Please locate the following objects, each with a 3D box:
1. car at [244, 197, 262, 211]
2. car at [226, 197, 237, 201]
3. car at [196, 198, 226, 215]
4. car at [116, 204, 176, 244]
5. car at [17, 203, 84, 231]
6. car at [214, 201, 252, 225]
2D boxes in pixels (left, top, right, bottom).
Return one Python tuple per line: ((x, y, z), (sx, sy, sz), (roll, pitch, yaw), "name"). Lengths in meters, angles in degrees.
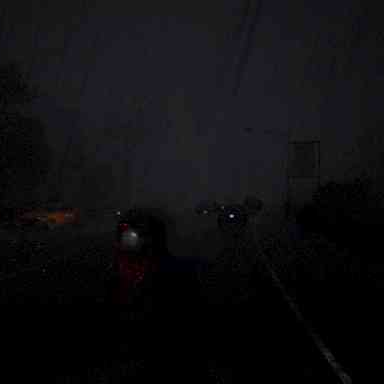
((7.427, 1.394, 40.918), (2.097, 1.767, 4.553), (0, 0, 17), "car")
((7.575, 1.600, 64.881), (1.994, 1.385, 4.181), (0, 0, 19), "car")
((1.858, 1.618, 34.238), (1.895, 1.301, 4.718), (0, 0, 15), "car")
((-2.021, 1.504, 15.816), (1.837, 1.490, 4.892), (0, 0, 8), "car")
((-8.573, 1.452, 20.539), (1.882, 1.535, 5.008), (0, 0, 10), "car")
((3.085, 1.585, 24.317), (1.994, 1.385, 4.181), (0, 0, 12), "car")
